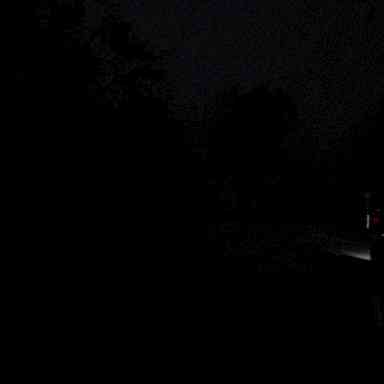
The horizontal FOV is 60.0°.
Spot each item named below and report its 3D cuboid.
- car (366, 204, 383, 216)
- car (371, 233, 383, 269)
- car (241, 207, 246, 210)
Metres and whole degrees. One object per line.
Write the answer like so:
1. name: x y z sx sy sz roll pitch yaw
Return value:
1. car: 21.114 1.971 35.710 4.718 1.301 1.895 0 -1 -22
2. car: 6.318 1.636 9.073 1.994 1.385 4.181 0 -1 18
3. car: 12.464 4.318 78.229 2.128 1.511 4.902 0 -5 11
